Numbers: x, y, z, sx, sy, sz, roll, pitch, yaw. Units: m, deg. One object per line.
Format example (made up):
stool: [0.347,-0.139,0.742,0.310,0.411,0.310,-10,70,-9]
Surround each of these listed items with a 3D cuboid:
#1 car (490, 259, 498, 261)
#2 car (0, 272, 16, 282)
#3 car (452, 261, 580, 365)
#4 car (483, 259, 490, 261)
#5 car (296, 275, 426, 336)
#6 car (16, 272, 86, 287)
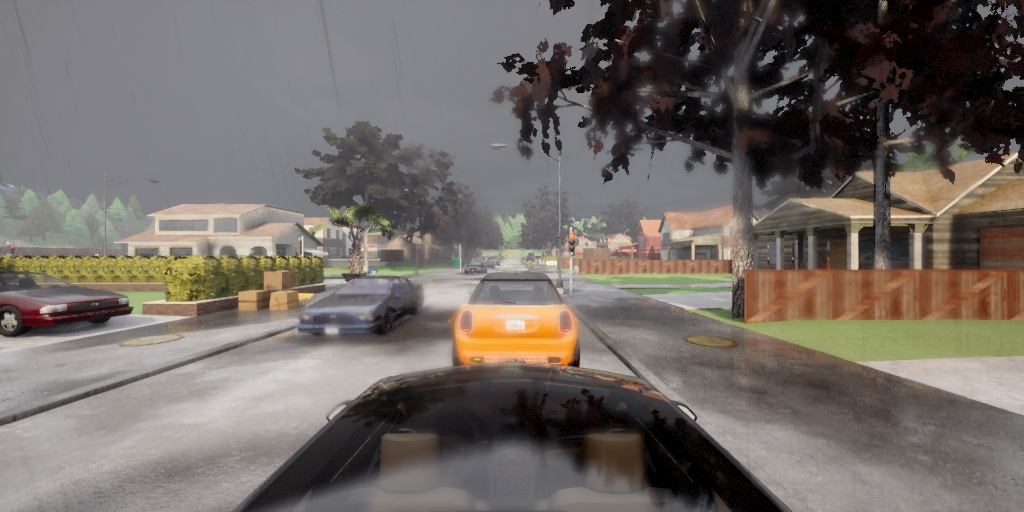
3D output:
car: [-3.641,1.257,54.607,1.837,1.490,4.892,0,-1,1]
car: [-44.126,1.102,30.816,4.553,1.767,2.097,0,0,1]
car: [0.097,1.102,7.738,2.097,1.767,4.553,0,0,1]
car: [-3.899,1.314,38.902,1.994,1.385,4.181,0,0,3]
car: [-4.025,1.297,10.719,2.033,1.411,5.357,0,0,0]
car: [-33.173,1.314,26.614,4.181,1.385,1.994,0,0,1]
